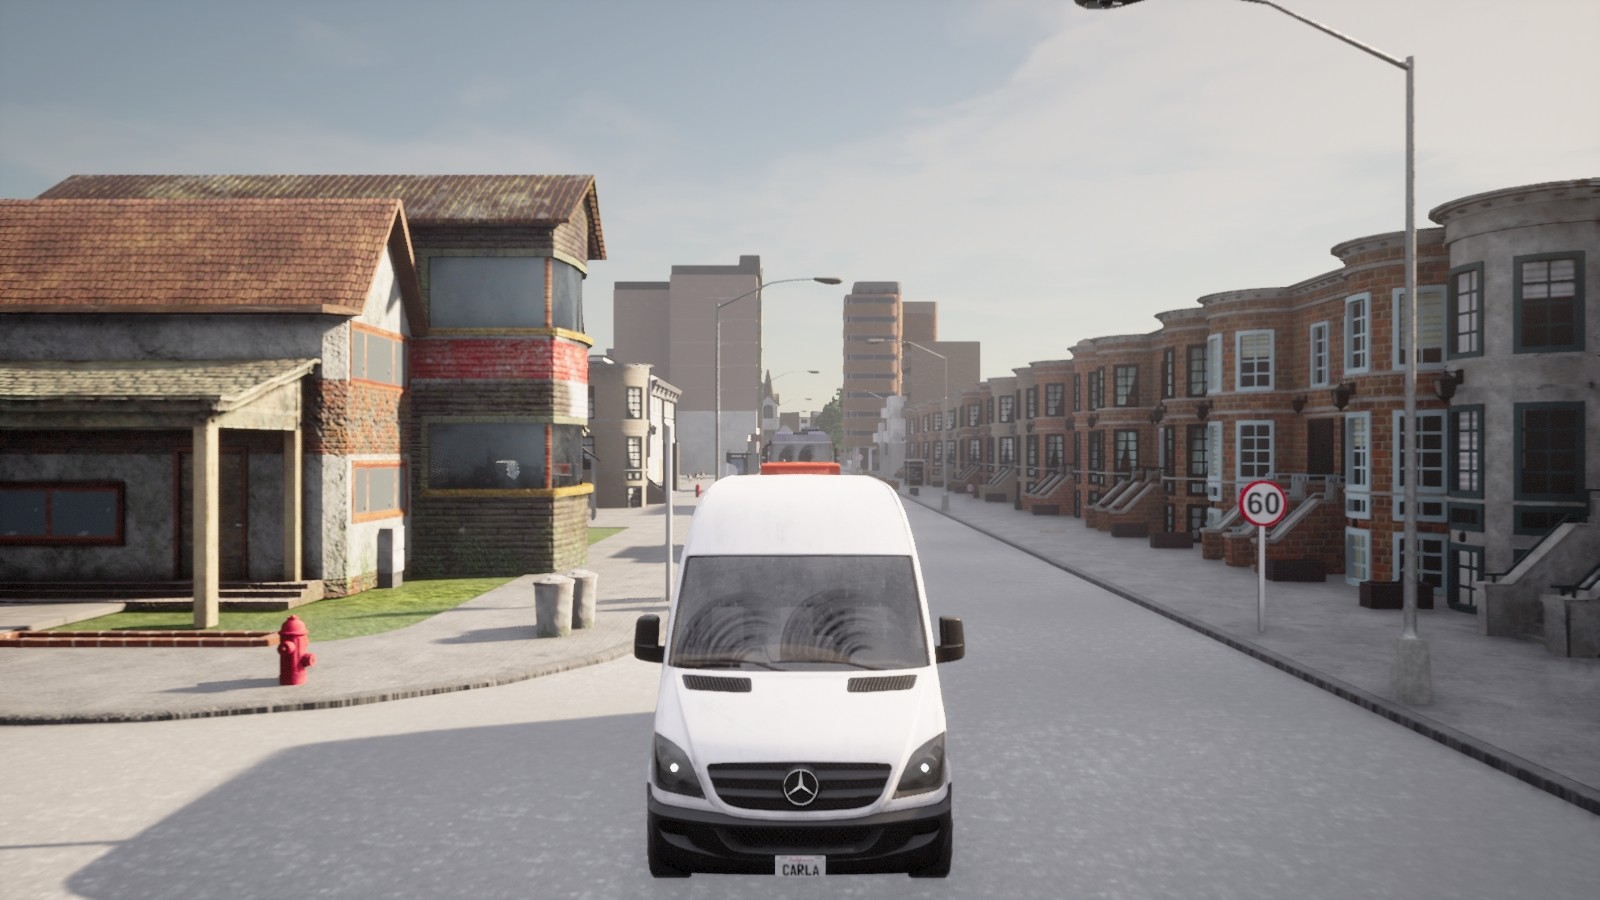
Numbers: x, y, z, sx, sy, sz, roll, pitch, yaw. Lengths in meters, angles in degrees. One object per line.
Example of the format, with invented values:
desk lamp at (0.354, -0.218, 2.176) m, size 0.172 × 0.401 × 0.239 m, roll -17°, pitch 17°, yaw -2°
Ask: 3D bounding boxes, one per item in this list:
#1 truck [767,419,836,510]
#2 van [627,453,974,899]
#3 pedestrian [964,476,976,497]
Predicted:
truck at (0.029, 0.663, 52.508) m, size 2.891 × 3.827 × 8.468 m, roll 0°, pitch -1°, yaw 0°
van at (0.003, 1.314, 9.515) m, size 1.988 × 2.561 × 5.915 m, roll 0°, pitch 0°, yaw 0°
pedestrian at (8.923, 1.901, 60.019) m, size 0.500 × 1.100 × 0.500 m, roll 0°, pitch 0°, yaw -7°
